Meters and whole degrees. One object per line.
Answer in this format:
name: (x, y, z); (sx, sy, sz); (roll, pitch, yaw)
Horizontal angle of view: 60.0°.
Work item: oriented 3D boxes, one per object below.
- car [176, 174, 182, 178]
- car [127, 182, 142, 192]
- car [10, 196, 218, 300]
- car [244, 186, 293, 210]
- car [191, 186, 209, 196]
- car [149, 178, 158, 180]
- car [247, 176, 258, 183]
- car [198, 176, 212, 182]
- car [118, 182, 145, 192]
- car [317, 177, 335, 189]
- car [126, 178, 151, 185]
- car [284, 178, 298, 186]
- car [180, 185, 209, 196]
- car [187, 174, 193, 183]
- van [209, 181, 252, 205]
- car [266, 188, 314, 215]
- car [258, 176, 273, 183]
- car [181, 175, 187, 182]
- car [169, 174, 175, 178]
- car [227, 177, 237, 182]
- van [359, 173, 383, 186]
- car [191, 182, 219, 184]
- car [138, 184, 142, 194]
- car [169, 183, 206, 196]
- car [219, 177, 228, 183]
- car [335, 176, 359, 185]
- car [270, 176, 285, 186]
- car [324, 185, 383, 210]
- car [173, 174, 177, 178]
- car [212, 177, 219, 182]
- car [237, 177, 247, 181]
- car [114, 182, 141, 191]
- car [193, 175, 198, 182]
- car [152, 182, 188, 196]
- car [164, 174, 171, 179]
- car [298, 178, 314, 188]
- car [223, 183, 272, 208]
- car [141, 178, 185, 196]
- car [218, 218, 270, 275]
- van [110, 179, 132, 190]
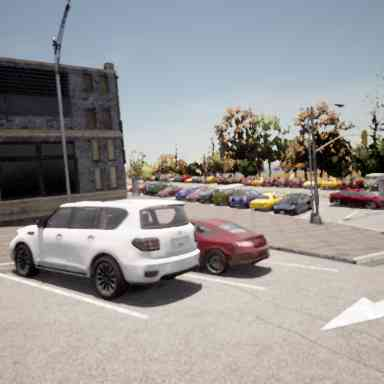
car: (-0.519, -3.475, 85.317); (5.566, 2.045, 2.435); (-7, 6, -44)
car: (-8.431, -0.650, 59.472); (2.097, 1.535, 5.008); (1, 7, 44)
car: (-2.430, 1.230, 8.615); (5.566, 2.045, 2.435); (-1, 0, 35)
car: (7.229, 0.722, 30.283); (1.946, 1.575, 5.366); (0, 6, 40)
car: (2.675, 0.388, 38.036); (2.231, 1.521, 4.892); (0, 6, 41)
car: (-9.465, -1.626, 72.691); (2.033, 1.411, 5.357); (-6, 5, -25)
car: (12.461, -1.875, 58.776); (1.946, 1.575, 5.366); (1, 6, 43)
car: (4.456, -2.658, 74.549); (2.097, 1.535, 5.008); (1, 6, 45)
car: (-12.332, -1.064, 67.646); (2.231, 1.521, 4.892); (1, 7, 45)
car: (19.447, -1.249, 45.740); (1.946, 1.575, 5.366); (1, 5, 41)
car: (-11.043, -1.051, 64.912); (2.185, 1.767, 4.553); (1, 7, 44)
car: (16.484, -1.435, 50.794); (2.002, 1.452, 4.674); (1, 5, 42)
car: (1.244, 0.301, 40.692); (2.002, 1.452, 4.674); (1, 7, 41)
car: (1.946, -2.937, 79.918); (4.892, 1.521, 2.231); (-7, 6, -44)
van: (4.198, 0.270, 35.467); (1.878, 1.987, 4.442); (0, 6, 41)
car: (8.442, 0.914, 27.479); (2.163, 1.488, 4.792); (0, 7, 40)
car: (13.675, -1.849, 55.984); (2.185, 1.767, 4.553); (1, 6, 43)
car: (0.582, -3.067, 82.481); (5.366, 1.575, 1.946); (-7, 6, -44)
car: (-2.960, -3.482, 90.752); (4.792, 1.488, 2.163); (-7, 6, -44)
car: (9.644, -2.117, 63.909); (2.097, 1.535, 5.008); (1, 6, 44)
van: (22.143, -1.206, 40.338); (1.878, 1.987, 4.442); (1, 6, 41)
car: (1.891, -0.375, 49.603); (1.895, 1.301, 4.718); (-6, 5, -27)
car: (-5.760, -0.380, 54.063); (2.097, 1.535, 5.008); (0, 7, 43)
car: (-0.193, 0.177, 43.351); (2.002, 1.452, 4.674); (0, 6, 42)
car: (8.315, -2.218, 66.535); (2.163, 1.488, 4.792); (2, 6, 44)
car: (20.739, -1.232, 42.984); (2.185, 1.767, 4.553); (1, 5, 41)
car: (15.085, -1.560, 53.401); (2.002, 1.452, 4.674); (1, 5, 42)
car: (13.995, 0.527, 27.786); (1.882, 1.535, 5.008); (-6, 6, -30)
car: (-1.769, -3.334, 87.999); (4.792, 1.488, 2.163); (-7, 6, -44)
car: (7.049, -2.358, 69.245); (2.163, 1.488, 4.792); (1, 6, 44)
car: (11.005, -2.113, 61.281); (2.185, 1.767, 4.553); (2, 6, 43)
car: (-13.626, -1.204, 70.370); (2.097, 1.535, 5.008); (0, 7, 45)
car: (3.174, -2.921, 77.202); (4.553, 1.767, 2.185); (-7, 6, -45)
car: (-2.998, -0.079, 48.691); (2.002, 1.452, 4.674); (1, 7, 42)
car: (-4.339, -3.639, 93.303); (5.366, 1.575, 1.946); (-7, 6, -44)
car: (17.780, -1.339, 48.051); (1.946, 1.575, 5.366); (1, 6, 42)
car: (5.588, 0.507, 32.732); (2.185, 1.767, 4.553); (0, 6, 40)
car: (-4.391, -0.502, 51.375); (2.435, 2.045, 5.566); (0, 7, 43)
car: (0.072, 1.515, 10.331); (4.674, 1.452, 2.002); (-1, 0, 35)
van: (-16.067, -1.728, 75.908); (4.442, 1.987, 1.878); (-9, 7, -44)
